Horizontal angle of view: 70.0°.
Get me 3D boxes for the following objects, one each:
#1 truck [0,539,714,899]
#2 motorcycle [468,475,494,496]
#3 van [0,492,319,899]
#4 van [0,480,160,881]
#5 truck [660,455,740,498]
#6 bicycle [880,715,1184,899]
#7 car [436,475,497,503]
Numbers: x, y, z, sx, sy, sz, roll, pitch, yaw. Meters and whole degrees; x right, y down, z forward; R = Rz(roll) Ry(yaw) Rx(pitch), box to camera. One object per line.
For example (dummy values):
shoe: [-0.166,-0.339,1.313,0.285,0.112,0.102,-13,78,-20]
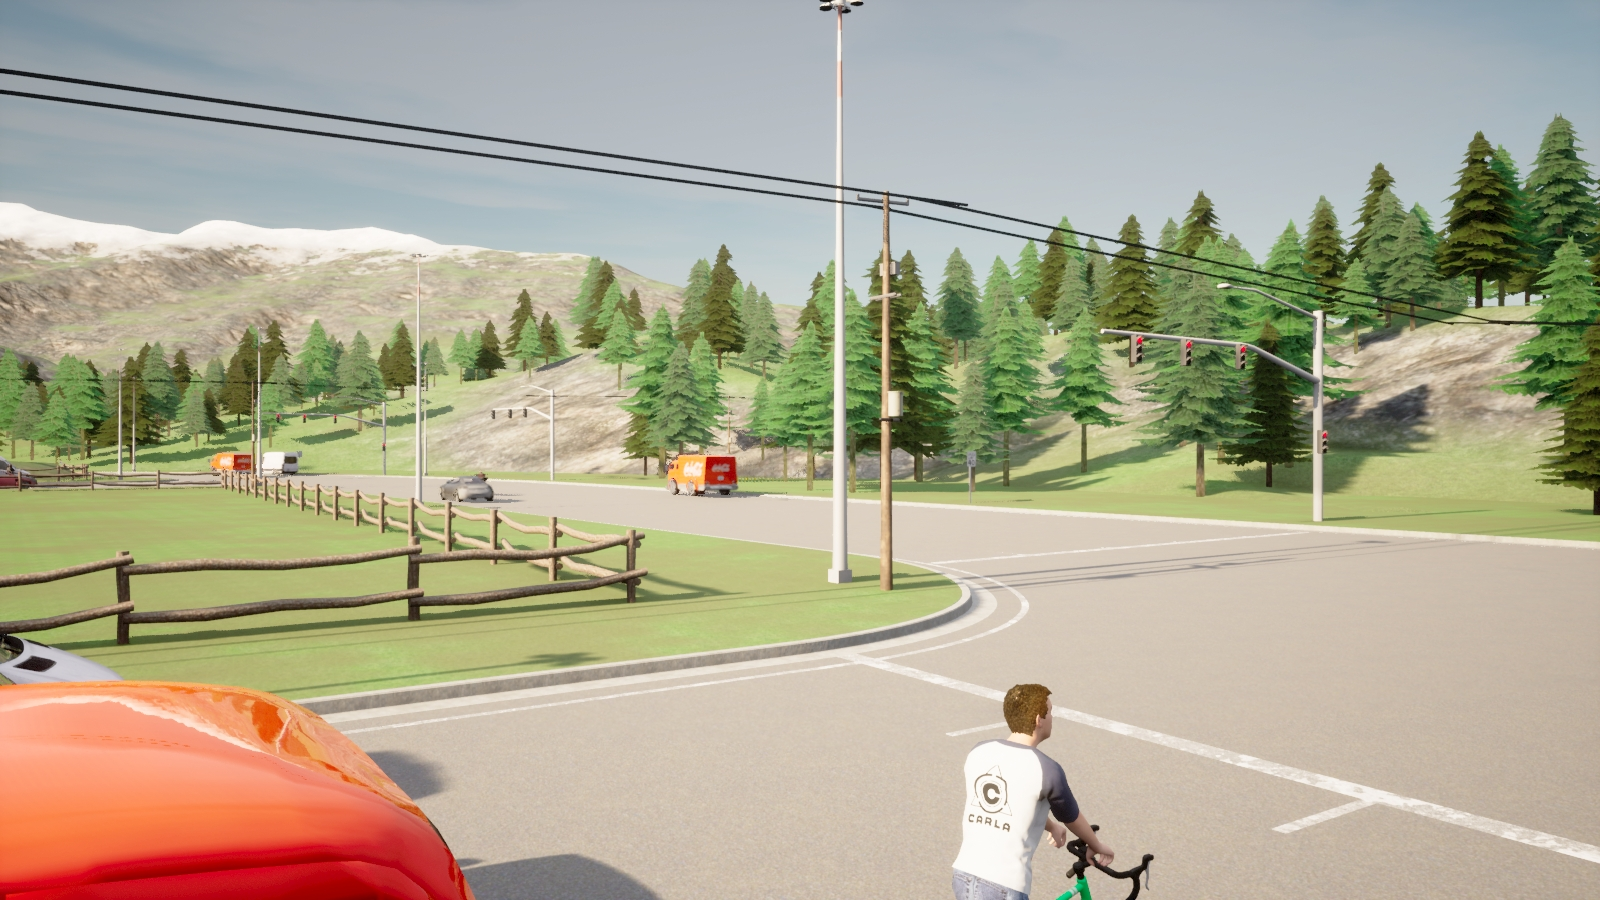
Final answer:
truck: [-3.049,1.568,1.730,5.204,2.467,2.627,0,0,-34]
motorcycle: [-19.744,2.189,70.716,0.867,1.251,2.209,0,0,-35]
van: [-5.215,1.535,4.399,5.915,2.561,1.988,0,0,-35]
van: [-7.465,1.535,7.097,5.915,2.561,1.988,0,0,-35]
truck: [-6.105,1.545,69.454,2.627,2.467,5.204,0,0,-35]
bicycle: [1.060,2.053,4.957,1.643,1.496,0.373,0,0,-41]
car: [-18.261,2.105,62.417,1.994,1.385,4.181,0,0,-35]
